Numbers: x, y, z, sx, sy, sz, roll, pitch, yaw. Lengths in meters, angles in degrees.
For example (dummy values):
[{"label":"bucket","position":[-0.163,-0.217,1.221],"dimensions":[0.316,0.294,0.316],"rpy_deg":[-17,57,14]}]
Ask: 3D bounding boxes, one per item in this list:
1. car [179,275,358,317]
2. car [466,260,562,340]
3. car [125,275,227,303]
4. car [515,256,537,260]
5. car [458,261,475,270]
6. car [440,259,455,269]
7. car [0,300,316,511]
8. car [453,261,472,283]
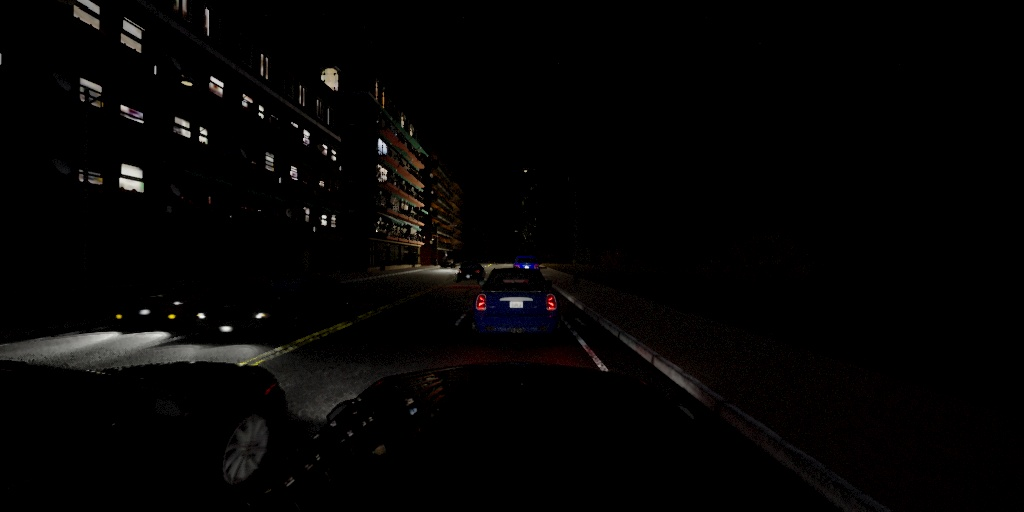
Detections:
[{"label":"car","position":[-6.603,1.299,10.938],"dimensions":[2.033,1.411,5.357],"rpy_deg":[0,0,0]},{"label":"car","position":[0.098,1.103,10.112],"dimensions":[2.097,1.767,4.553],"rpy_deg":[0,0,0]},{"label":"car","position":[-9.851,1.315,11.607],"dimensions":[1.994,1.385,4.181],"rpy_deg":[0,0,0]},{"label":"car","position":[1.139,0.979,30.065],"dimensions":[2.150,2.045,5.566],"rpy_deg":[0,0,0]},{"label":"car","position":[-6.594,1.353,52.077],"dimensions":[1.895,1.301,4.718],"rpy_deg":[0,0,0]},{"label":"car","position":[-9.837,1.244,55.109],"dimensions":[2.128,1.511,4.902],"rpy_deg":[0,0,0]},{"label":"car","position":[-3.153,1.253,1.586],"dimensions":[1.837,1.490,4.892],"rpy_deg":[0,0,0]},{"label":"car","position":[-3.152,1.279,28.053],"dimensions":[1.812,1.442,4.674],"rpy_deg":[0,0,0]}]
